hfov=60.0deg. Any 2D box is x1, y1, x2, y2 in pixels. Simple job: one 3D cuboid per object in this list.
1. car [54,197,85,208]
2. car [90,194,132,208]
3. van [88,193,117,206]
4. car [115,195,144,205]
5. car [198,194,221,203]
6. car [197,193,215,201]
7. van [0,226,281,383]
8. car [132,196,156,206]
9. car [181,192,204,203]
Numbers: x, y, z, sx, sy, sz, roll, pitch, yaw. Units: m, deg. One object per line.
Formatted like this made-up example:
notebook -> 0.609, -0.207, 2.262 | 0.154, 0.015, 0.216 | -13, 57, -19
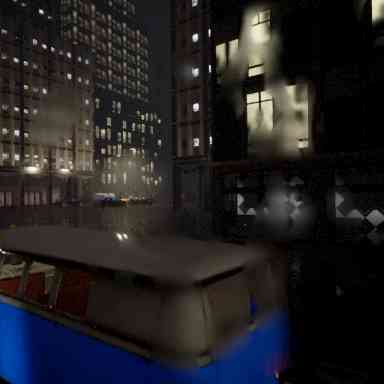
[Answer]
car -> -16.868, 1.403, 45.949 | 1.947, 1.339, 4.313 | 0, 0, 36
car -> -10.083, 1.267, 41.033 | 1.887, 1.381, 4.507 | 0, 0, 36
van -> -13.539, 1.136, 50.500 | 1.690, 1.788, 3.998 | 0, 0, 36
car -> -10.306, 1.278, 54.914 | 1.752, 1.417, 4.829 | 0, 0, 36
car -> 3.238, 1.101, 59.230 | 2.008, 1.369, 4.403 | 0, 0, 36
car -> 3.121, 1.016, 73.256 | 1.967, 1.590, 4.097 | 0, 0, 36
van -> -1.051, 1.342, 3.640 | 3.998, 1.788, 1.690 | 0, -1, 36
car -> -6.753, 1.230, 45.582 | 2.008, 1.369, 4.403 | 0, 0, 36
car -> -0.094, 0.909, 54.680 | 2.192, 1.841, 5.009 | 0, 0, 36
